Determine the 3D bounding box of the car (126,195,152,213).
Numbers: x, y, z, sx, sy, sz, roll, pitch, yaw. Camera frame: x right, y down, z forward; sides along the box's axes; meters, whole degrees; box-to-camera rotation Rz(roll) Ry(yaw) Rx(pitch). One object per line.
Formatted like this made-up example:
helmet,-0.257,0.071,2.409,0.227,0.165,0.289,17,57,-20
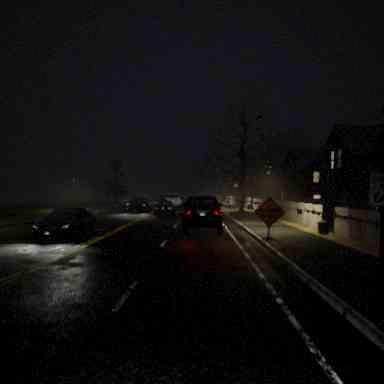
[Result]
car,-5.870,1.335,36.471,2.097,1.767,4.553,0,0,0

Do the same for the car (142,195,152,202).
car,-9.965,1.353,74.223,1.812,1.442,4.674,0,0,-2

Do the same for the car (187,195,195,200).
car,-0.329,1.622,94.643,1.812,1.442,4.674,0,0,-4

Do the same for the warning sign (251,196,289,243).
warning sign,3.264,1.139,14.087,1.300,1.860,1.060,2,1,1

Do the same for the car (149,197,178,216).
car,-2.581,1.538,32.573,2.033,1.411,5.357,0,0,1

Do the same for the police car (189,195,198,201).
police car,0.264,1.506,84.704,1.930,1.638,5.238,0,0,-3

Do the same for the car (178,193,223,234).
car,0.579,1.226,19.456,2.150,2.045,5.566,0,0,1

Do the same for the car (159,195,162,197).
car,-6.719,1.400,74.374,1.994,1.385,4.181,0,0,-2

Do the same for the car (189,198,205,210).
car,0.656,1.586,44.451,1.994,1.385,4.181,0,0,-1

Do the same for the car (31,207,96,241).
car,-6.172,1.480,16.596,1.812,1.442,4.674,0,0,1

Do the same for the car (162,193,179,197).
car,-2.657,1.225,47.206,2.150,2.045,5.566,0,0,0
